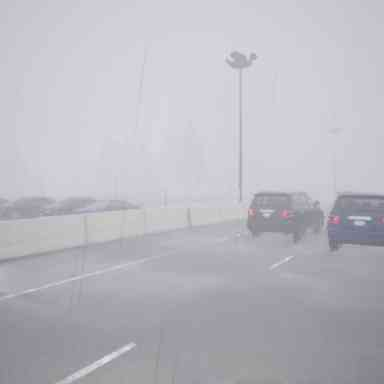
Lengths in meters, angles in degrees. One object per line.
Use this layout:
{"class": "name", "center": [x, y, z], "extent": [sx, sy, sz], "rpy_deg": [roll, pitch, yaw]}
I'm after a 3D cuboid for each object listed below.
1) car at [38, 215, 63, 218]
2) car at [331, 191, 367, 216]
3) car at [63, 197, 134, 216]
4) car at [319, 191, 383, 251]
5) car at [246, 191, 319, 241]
{"class": "car", "center": [-7.962, 1.091, 22.441], "extent": [1.837, 1.490, 4.892], "rpy_deg": [1, 1, 34]}
{"class": "car", "center": [14.225, 0.911, 29.922], "extent": [2.150, 2.045, 5.566], "rpy_deg": [1, 1, 34]}
{"class": "car", "center": [-5.149, 1.157, 20.356], "extent": [1.812, 1.442, 4.674], "rpy_deg": [1, 1, 34]}
{"class": "car", "center": [6.647, 1.028, 12.444], "extent": [2.150, 2.045, 5.566], "rpy_deg": [1, 1, 34]}
{"class": "car", "center": [4.468, 0.978, 15.470], "extent": [2.150, 2.045, 5.566], "rpy_deg": [1, 1, 34]}
